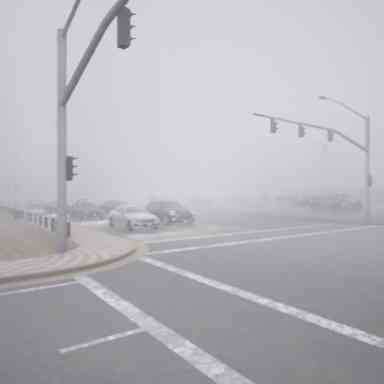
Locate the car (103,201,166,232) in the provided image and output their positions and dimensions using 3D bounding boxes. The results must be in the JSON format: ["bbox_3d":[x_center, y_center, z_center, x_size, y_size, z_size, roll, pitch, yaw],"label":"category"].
[{"bbox_3d":[-3.700,1.536,20.650,1.812,1.442,4.674,0,0,-34],"label":"car"}]

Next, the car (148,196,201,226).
[{"bbox_3d":[-1.708,1.364,23.847,2.097,1.767,4.553,0,0,-35],"label":"car"}]

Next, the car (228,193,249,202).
[{"bbox_3d":[10.228,1.189,72.970,1.932,1.855,4.605,0,0,-35],"label":"car"}]

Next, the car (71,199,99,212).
[{"bbox_3d":[-12.685,1.545,39.283,1.812,1.442,4.674,0,0,-35],"label":"car"}]

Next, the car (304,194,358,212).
[{"bbox_3d":[15.177,1.171,36.595,1.932,1.855,4.605,0,0,-35],"label":"car"}]

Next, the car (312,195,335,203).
[{"bbox_3d":[25.854,1.396,65.490,1.784,1.438,3.905,0,0,-35],"label":"car"}]

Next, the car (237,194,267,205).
[{"bbox_3d":[9.703,1.422,54.048,1.970,1.475,3.806,0,0,-35],"label":"car"}]

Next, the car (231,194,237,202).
[{"bbox_3d":[8.065,1.399,71.380,1.784,1.438,3.905,0,0,-35],"label":"car"}]

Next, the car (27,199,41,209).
[{"bbox_3d":[-20.839,1.622,44.768,1.895,1.301,4.718,0,0,-35],"label":"car"}]

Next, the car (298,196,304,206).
[{"bbox_3d":[23.452,1.185,63.871,1.932,1.855,4.605,0,0,-35],"label":"car"}]

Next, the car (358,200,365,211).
[{"bbox_3d":[17.572,1.175,38.221,1.905,1.878,3.866,0,0,-35],"label":"car"}]

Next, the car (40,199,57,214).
[{"bbox_3d":[-14.599,1.581,35.927,1.994,1.385,4.181,0,0,-36],"label":"car"}]

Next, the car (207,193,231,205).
[{"bbox_3d":[5.700,1.429,69.710,1.970,1.475,3.806,0,0,-35],"label":"car"}]

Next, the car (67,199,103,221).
[{"bbox_3d":[-8.796,1.578,27.771,1.994,1.385,4.181,0,0,-35],"label":"car"}]
